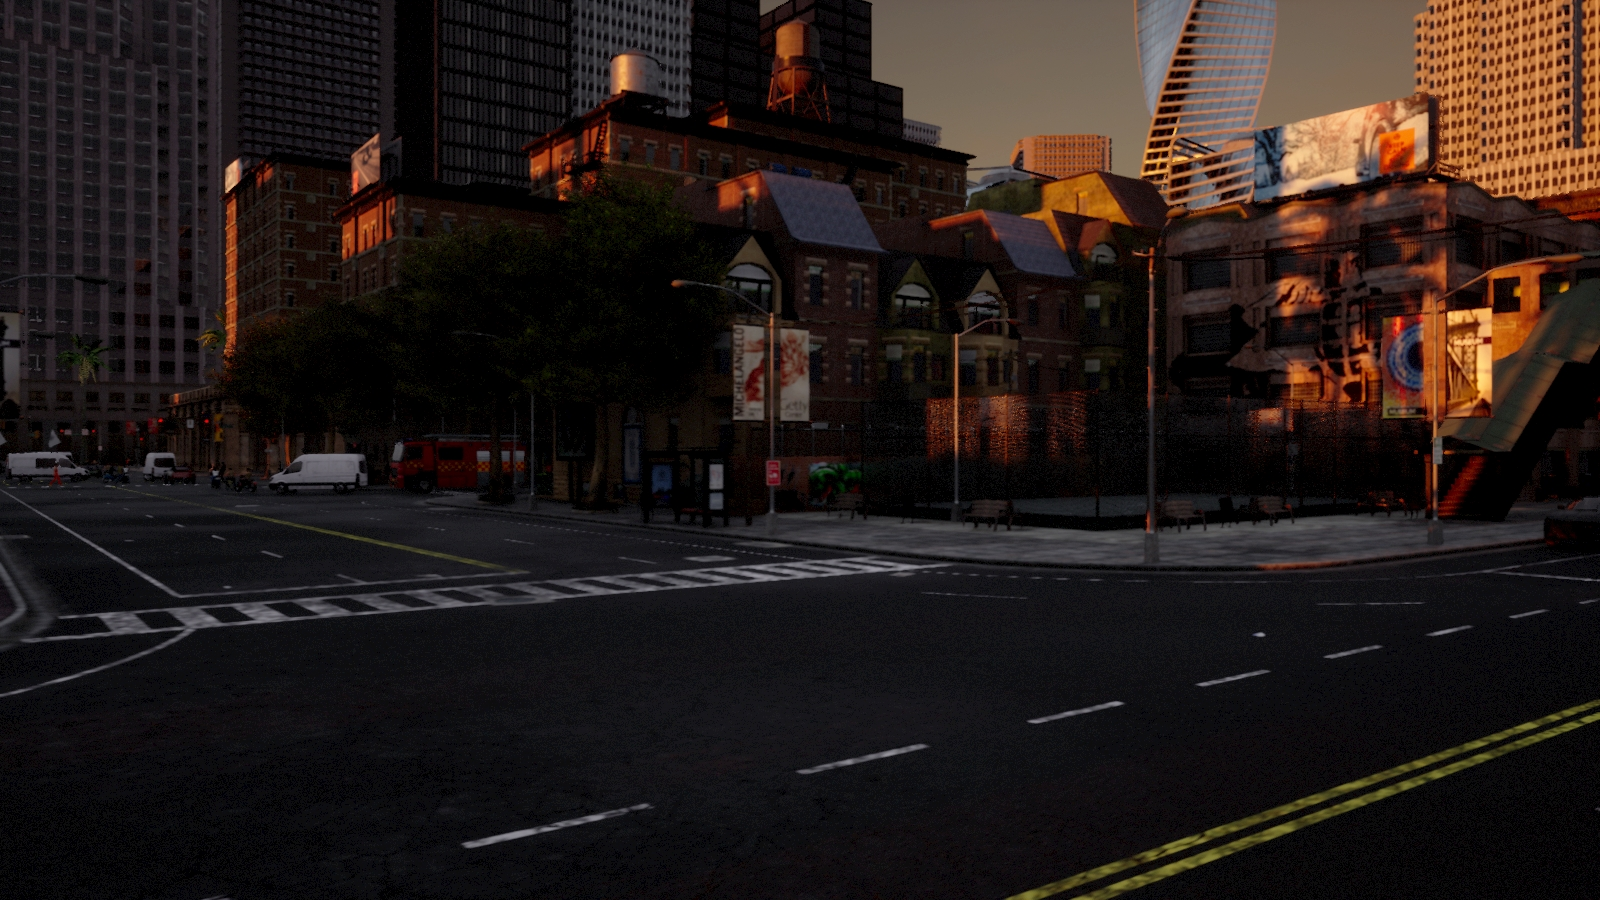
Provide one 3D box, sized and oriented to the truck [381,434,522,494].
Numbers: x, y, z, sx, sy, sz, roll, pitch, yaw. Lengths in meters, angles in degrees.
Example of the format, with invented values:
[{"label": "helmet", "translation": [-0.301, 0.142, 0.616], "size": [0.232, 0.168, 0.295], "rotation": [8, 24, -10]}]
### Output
[{"label": "truck", "translation": [-22.977, 0.889, 75.452], "size": [8.468, 3.827, 2.891], "rotation": [0, 0, -31]}]
